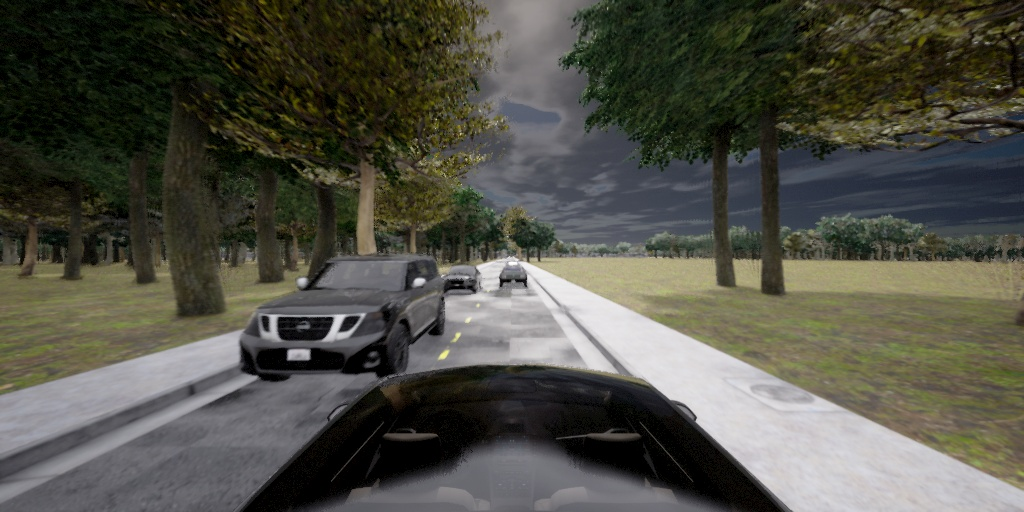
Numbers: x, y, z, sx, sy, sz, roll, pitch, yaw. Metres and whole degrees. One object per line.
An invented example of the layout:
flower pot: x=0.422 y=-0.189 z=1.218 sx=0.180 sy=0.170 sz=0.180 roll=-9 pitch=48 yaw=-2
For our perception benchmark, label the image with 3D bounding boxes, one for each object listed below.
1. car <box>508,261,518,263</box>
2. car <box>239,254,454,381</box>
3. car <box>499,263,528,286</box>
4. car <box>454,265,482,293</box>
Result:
car: x=0.117 y=1.341 z=45.555 sx=1.994 sy=1.385 sz=4.181 roll=0 pitch=0 yaw=0
car: x=-2.836 y=0.974 z=7.552 sx=2.150 sy=2.045 sz=5.566 roll=0 pitch=0 yaw=0
car: x=0.100 y=1.363 z=25.192 sx=1.895 sy=1.301 sz=4.718 roll=0 pitch=0 yaw=0
car: x=-2.790 y=1.265 z=20.820 sx=1.837 sy=1.490 sz=4.892 roll=0 pitch=0 yaw=0
